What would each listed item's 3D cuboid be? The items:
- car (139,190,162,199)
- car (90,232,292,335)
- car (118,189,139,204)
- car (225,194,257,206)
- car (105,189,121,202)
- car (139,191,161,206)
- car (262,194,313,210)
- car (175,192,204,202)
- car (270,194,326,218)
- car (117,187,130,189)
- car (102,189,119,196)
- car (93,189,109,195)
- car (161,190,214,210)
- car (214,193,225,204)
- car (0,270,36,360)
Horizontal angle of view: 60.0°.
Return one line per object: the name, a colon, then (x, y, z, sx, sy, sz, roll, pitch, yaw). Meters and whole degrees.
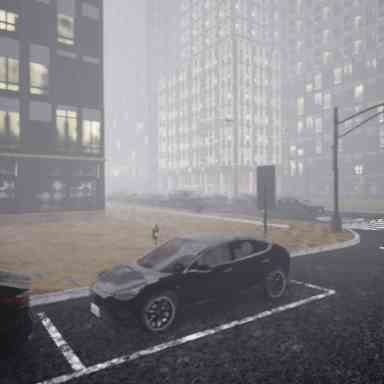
car: (-7.006, 0.455, 55.918, 1.947, 1.339, 4.313, 1, 1, -36)
car: (0.196, 1.537, 6.700, 4.313, 1.339, 1.947, -1, 0, -35)
car: (-7.141, 0.729, 41.892, 1.887, 1.381, 4.507, 1, 1, -36)
car: (6.248, 0.873, 37.762, 1.947, 1.339, 4.313, 1, 1, -36)
car: (-10.455, 0.662, 46.431, 1.802, 1.307, 4.206, 1, 1, -36)
car: (-3.829, 0.855, 37.354, 1.947, 1.339, 4.313, 1, 1, -36)
car: (9.531, 0.933, 33.415, 1.752, 1.417, 4.829, 1, 1, -36)
car: (-0.379, 0.664, 46.840, 1.947, 1.339, 4.313, 1, 1, -36)
car: (8.060, 1.135, 25.608, 1.994, 1.385, 4.181, -1, 2, -36)
car: (-13.628, -0.004, 64.993, 2.192, 1.841, 5.009, 1, 1, -36)
car: (-17.046, 0.100, 69.672, 1.752, 1.417, 4.829, 1, 1, -36)
car: (-20.259, 0.024, 74.073, 2.008, 1.369, 4.403, 1, 1, -36)
car: (-0.511, 0.708, 32.813, 2.192, 1.841, 5.009, 1, 1, -36)
car: (2.935, 0.784, 42.301, 1.802, 1.307, 4.206, 1, 1, -36)
car: (-4.076, 1.575, 3.655, 4.313, 1.339, 1.947, -1, 0, -35)
